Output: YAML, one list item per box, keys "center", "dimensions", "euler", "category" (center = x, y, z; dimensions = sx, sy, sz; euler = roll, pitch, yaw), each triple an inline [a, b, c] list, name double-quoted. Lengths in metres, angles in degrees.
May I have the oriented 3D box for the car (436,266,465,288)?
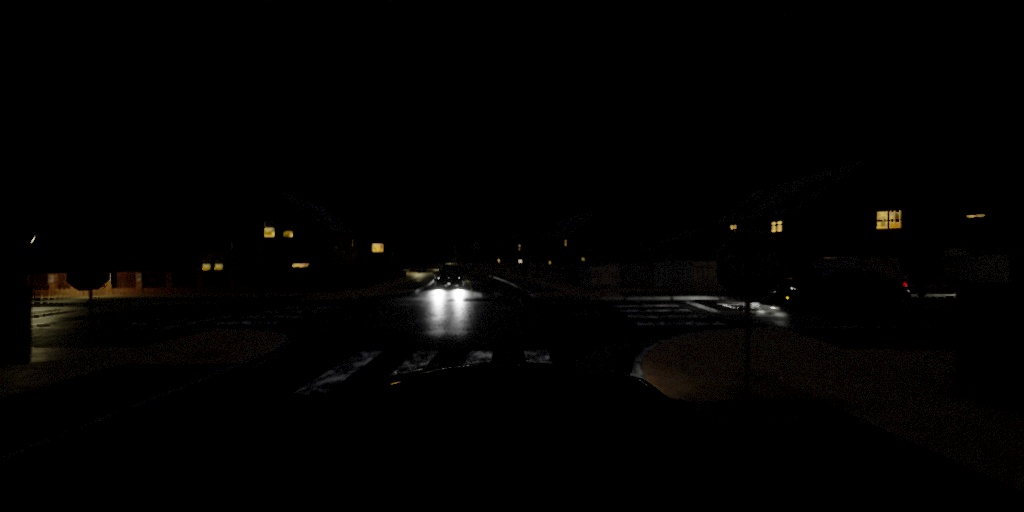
- center: [-4.753, 1.684, 27.578]
  dimensions: [1.895, 1.301, 4.718]
  euler: [0, -1, -7]
  category: "car"

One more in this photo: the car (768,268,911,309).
- center: [11.953, 1.140, 13.432]
  dimensions: [4.181, 1.385, 1.994]
  euler: [-1, 0, 6]
  category: "car"

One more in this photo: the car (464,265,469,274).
- center: [-8.102, 2.114, 57.633]
  dimensions: [2.033, 1.411, 5.357]
  euler: [0, -1, -17]
  category: "car"

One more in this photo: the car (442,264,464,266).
- center: [-6.428, 1.813, 37.991]
  dimensions: [1.994, 1.385, 4.181]
  euler: [0, -1, -10]
  category: "car"
